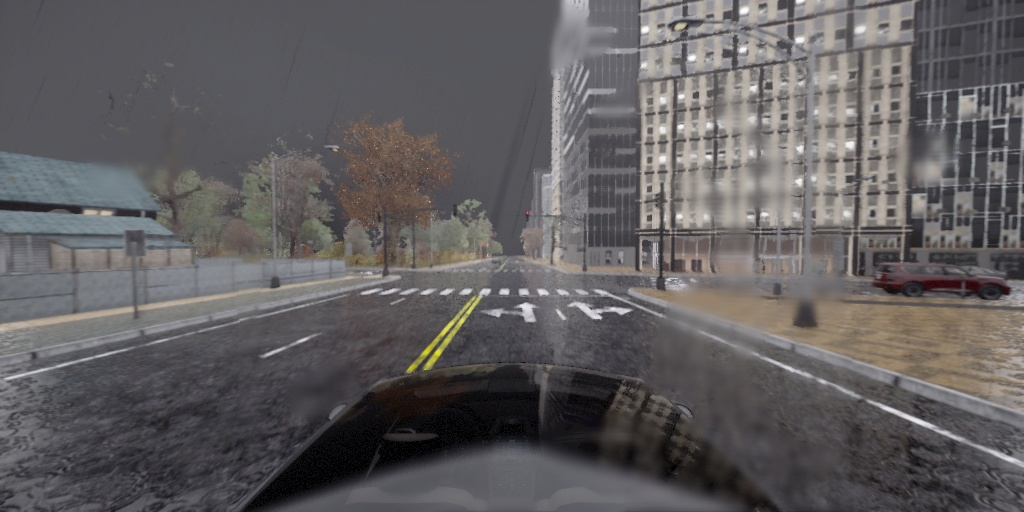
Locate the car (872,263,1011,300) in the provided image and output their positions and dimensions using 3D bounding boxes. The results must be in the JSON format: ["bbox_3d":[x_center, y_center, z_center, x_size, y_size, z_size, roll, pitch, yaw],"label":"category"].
[{"bbox_3d":[23.013,1.316,19.545,5.009,1.841,2.192,0,0,20],"label":"car"}]

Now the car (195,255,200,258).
[{"bbox_3d":[-41.228,0.612,46.039,4.553,1.767,2.097,1,2,21],"label":"car"}]
